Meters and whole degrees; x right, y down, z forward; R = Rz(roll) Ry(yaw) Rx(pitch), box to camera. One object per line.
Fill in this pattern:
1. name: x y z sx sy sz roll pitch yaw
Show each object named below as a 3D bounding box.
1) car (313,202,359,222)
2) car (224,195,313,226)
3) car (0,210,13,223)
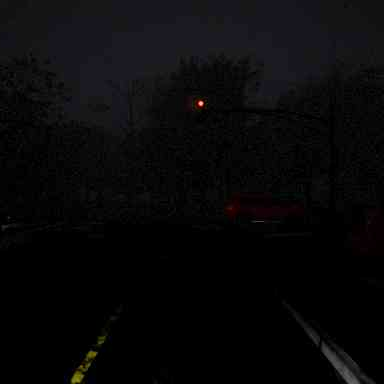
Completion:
1. car: 10.908 1.648 26.397 4.718 1.301 1.895 0 0 -1
2. car: 4.983 1.242 22.936 5.566 2.045 2.150 0 0 0
3. car: -14.895 1.473 22.866 4.674 1.442 1.812 1 0 0
